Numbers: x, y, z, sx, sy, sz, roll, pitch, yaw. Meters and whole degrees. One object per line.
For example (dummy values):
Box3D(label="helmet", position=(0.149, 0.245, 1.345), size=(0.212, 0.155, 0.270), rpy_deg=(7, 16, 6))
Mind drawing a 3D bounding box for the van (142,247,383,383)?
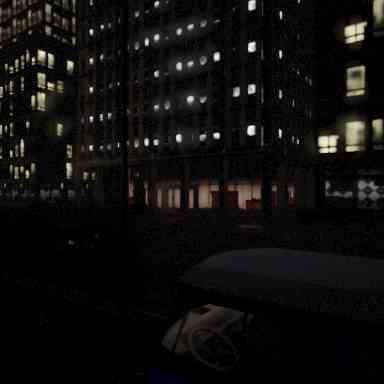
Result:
Box3D(label="van", position=(1.481, 1.342, 1.811), size=(3.998, 1.788, 1.690), rpy_deg=(0, 0, 36))
